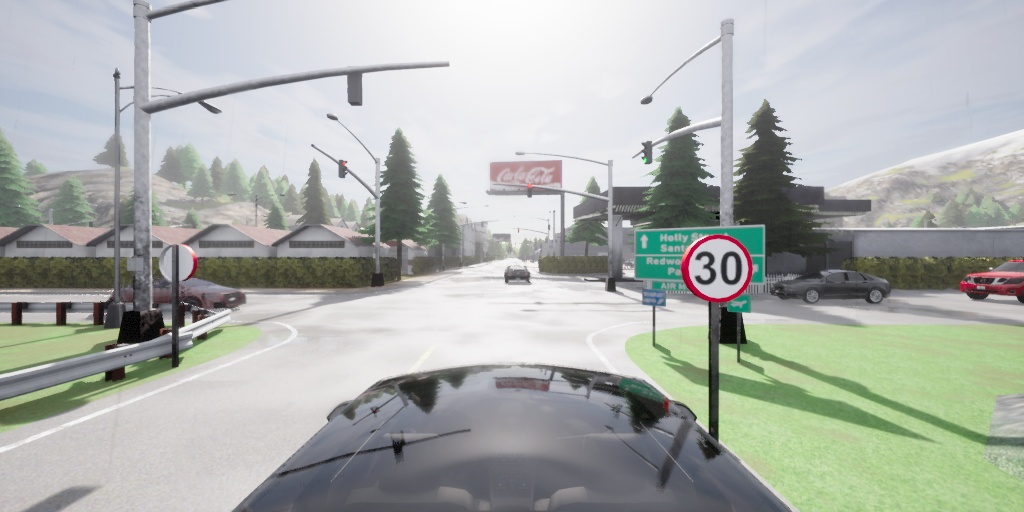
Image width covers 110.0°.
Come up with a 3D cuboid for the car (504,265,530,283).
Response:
[{"bbox_3d":[0.353,1.351,28.345,1.895,1.301,4.718,0,0,-2],"label":"car"}]

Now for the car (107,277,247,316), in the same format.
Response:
[{"bbox_3d":[-12.885,1.505,13.948,4.181,1.385,1.994,0,0,0],"label":"car"}]

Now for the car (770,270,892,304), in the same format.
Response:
[{"bbox_3d":[15.201,1.446,17.248,4.892,1.490,1.837,0,0,1],"label":"car"}]

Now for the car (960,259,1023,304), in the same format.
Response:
[{"bbox_3d":[25.171,1.163,17.117,5.566,2.045,2.150,0,0,0],"label":"car"}]
